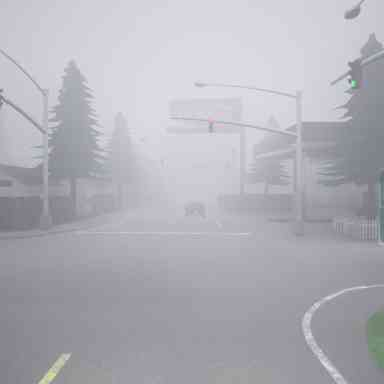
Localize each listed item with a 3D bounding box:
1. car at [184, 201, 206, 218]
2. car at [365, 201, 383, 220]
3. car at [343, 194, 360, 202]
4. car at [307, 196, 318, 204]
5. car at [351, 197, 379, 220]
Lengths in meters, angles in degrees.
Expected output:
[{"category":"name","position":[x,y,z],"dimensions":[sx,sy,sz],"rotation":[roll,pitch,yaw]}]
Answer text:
[{"category":"car","position":[0.296,1.596,31.772],"dimensions":[1.837,1.490,4.892],"rotation":[1,0,0]},{"category":"car","position":[18.813,1.672,30.537],"dimensions":[4.611,1.667,2.242],"rotation":[0,0,0]},{"category":"car","position":[35.185,1.489,71.662],"dimensions":[2.007,1.523,4.514],"rotation":[0,0,0]},{"category":"car","position":[22.751,1.552,63.919],"dimensions":[1.970,1.475,3.806],"rotation":[0,0,0]},{"category":"car","position":[14.464,1.505,24.884],"dimensions":[3.866,1.878,1.905],"rotation":[0,0,0]}]
